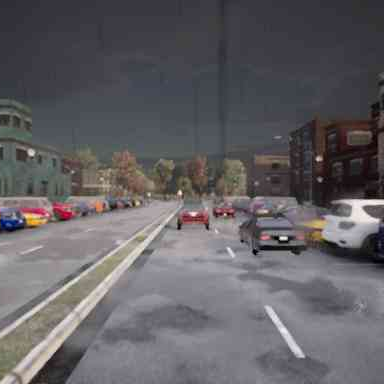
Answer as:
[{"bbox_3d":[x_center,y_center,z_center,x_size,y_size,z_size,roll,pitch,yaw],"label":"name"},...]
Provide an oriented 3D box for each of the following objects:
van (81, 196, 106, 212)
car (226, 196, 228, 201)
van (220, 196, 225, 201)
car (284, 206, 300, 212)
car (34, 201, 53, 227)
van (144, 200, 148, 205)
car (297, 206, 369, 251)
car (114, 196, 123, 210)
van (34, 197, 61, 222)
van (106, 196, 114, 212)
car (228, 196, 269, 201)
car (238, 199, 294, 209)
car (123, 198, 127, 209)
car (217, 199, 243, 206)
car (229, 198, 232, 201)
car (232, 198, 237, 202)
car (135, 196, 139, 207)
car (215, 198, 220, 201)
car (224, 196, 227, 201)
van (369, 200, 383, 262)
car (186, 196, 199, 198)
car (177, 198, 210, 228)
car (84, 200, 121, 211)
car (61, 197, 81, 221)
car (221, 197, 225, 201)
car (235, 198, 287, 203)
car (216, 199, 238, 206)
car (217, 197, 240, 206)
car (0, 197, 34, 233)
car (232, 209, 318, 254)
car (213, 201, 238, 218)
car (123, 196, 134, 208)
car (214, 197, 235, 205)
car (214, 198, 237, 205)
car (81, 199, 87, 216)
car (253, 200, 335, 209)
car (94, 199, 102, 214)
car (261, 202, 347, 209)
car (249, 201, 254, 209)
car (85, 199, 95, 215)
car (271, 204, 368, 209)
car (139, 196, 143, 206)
[{"bbox_3d":[-12.675,1.539,38.487,4.442,1.987,1.878,0,-1,0],"label":"van"},{"bbox_3d":[7.655,1.753,47.883,4.553,1.767,2.185,0,-1,0],"label":"car"},{"bbox_3d":[7.504,1.754,56.155,4.442,1.987,1.878,0,-1,0],"label":"van"},{"bbox_3d":[7.636,1.628,17.555,4.674,1.452,2.002,0,0,0],"label":"car"},{"bbox_3d":[-12.380,1.600,21.811,5.366,1.575,1.946,0,0,0],"label":"car"},{"bbox_3d":[-12.426,1.958,71.711,4.442,1.987,1.878,0,-1,0],"label":"van"},{"bbox_3d":[7.640,1.568,14.797,5.008,1.535,2.097,0,0,0],"label":"car"},{"bbox_3d":[-12.584,1.577,44.045,5.566,2.045,2.435,0,-1,0],"label":"car"},{"bbox_3d":[-12.448,1.401,24.592,4.442,1.987,1.878,0,0,0],"label":"van"},{"bbox_3d":[-12.440,1.569,41.264,4.442,1.987,1.878,0,-1,0],"label":"van"},{"bbox_3d":[7.593,1.720,45.125,4.553,1.767,2.185,0,-1,0],"label":"car"},{"bbox_3d":[7.622,1.731,34.097,4.892,1.521,2.231,0,-1,0],"label":"car"},{"bbox_3d":[-12.550,1.934,49.535,4.674,1.452,2.002,0,-1,0],"label":"car"},{"bbox_3d":[7.623,2.122,67.180,4.892,1.521,2.231,0,-1,0],"label":"car"},{"bbox_3d":[7.619,1.817,42.367,4.892,1.521,2.231,0,-1,0],"label":"car"},{"bbox_3d":[7.620,1.787,39.610,4.892,1.521,2.231,0,-1,0],"label":"car"},{"bbox_3d":[-12.578,1.753,57.941,5.566,2.045,2.435,0,-1,0],"label":"car"},{"bbox_3d":[7.647,1.799,61.670,5.566,2.045,2.435,0,-1,0],"label":"car"},{"bbox_3d":[7.654,1.785,50.640,4.553,1.767,2.185,0,-1,0],"label":"car"},{"bbox_3d":[7.753,1.307,9.285,4.442,1.987,1.878,0,0,0],"label":"van"},{"bbox_3d":[0.085,1.538,40.511,2.150,2.045,5.566,0,-1,0],"label":"car"},{"bbox_3d":[0.091,1.504,23.317,2.097,1.767,4.553,0,-1,0],"label":"car"},{"bbox_3d":[-12.552,1.901,46.820,4.674,1.452,2.002,0,-1,0],"label":"car"},{"bbox_3d":[-12.535,1.400,27.370,5.566,2.045,2.435,0,0,0],"label":"car"},{"bbox_3d":[7.627,1.945,53.395,5.008,1.535,2.097,0,-1,0],"label":"car"},{"bbox_3d":[7.621,1.759,36.853,4.892,1.521,2.231,0,-1,0],"label":"car"},{"bbox_3d":[7.613,2.221,72.699,4.674,1.452,2.002,0,-1,0],"label":"car"},{"bbox_3d":[7.585,2.026,69.943,4.553,1.767,2.185,0,-1,0],"label":"car"},{"bbox_3d":[-12.539,1.328,19.035,5.566,2.045,2.435,0,0,0],"label":"car"},{"bbox_3d":[3.100,1.628,13.737,2.033,1.411,5.357,0,0,0],"label":"car"},{"bbox_3d":[3.082,1.843,33.335,1.895,1.301,4.718,0,-1,0],"label":"car"},{"bbox_3d":[-12.523,1.678,52.256,5.566,2.045,2.435,0,-1,0],"label":"car"},{"bbox_3d":[7.582,2.108,78.219,4.553,1.767,2.185,0,0,0],"label":"car"},{"bbox_3d":[7.620,2.209,75.455,5.008,1.535,2.097,0,0,0],"label":"car"},{"bbox_3d":[-12.555,1.680,30.148,4.892,1.521,2.231,0,-1,0],"label":"car"},{"bbox_3d":[7.816,1.651,25.825,5.366,1.575,1.946,0,0,0],"label":"car"},{"bbox_3d":[-12.557,1.773,35.580,4.674,1.452,2.002,0,-1,0],"label":"car"},{"bbox_3d":[7.625,1.632,23.070,4.892,1.521,2.231,0,-1,0],"label":"car"},{"bbox_3d":[7.627,1.718,28.583,4.674,1.452,2.002,0,-1,0],"label":"car"},{"bbox_3d":[-12.531,1.735,32.926,4.792,1.488,2.163,0,-1,0],"label":"car"},{"bbox_3d":[7.662,1.639,20.311,4.792,1.488,2.163,0,0,0],"label":"car"},{"bbox_3d":[-12.541,2.077,63.369,5.008,1.535,2.097,0,-1,0],"label":"car"}]
